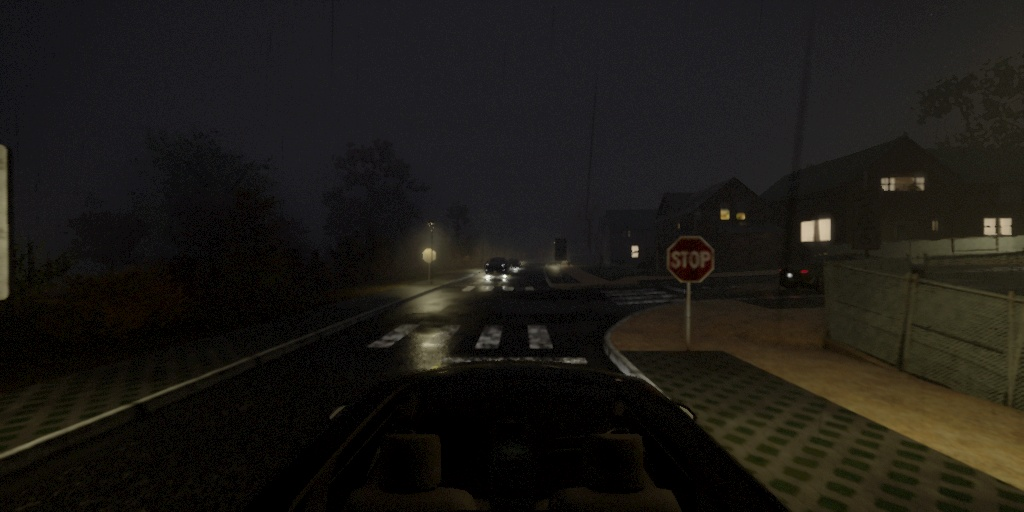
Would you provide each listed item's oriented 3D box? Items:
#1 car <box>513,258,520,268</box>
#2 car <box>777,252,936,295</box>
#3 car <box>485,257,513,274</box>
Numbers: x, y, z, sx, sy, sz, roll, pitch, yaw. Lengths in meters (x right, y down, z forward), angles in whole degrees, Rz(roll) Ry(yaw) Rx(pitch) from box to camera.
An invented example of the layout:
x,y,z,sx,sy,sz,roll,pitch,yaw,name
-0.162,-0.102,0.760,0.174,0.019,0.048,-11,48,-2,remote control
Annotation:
x,y,z,sx,sy,sz,roll,pitch,yaw,name
0.026,0.965,51.567,1.994,1.385,4.181,0,0,7,car
11.959,0.556,12.688,4.181,1.385,1.994,-3,0,5,car
-1.434,0.886,36.162,2.097,1.767,4.553,0,0,5,car
